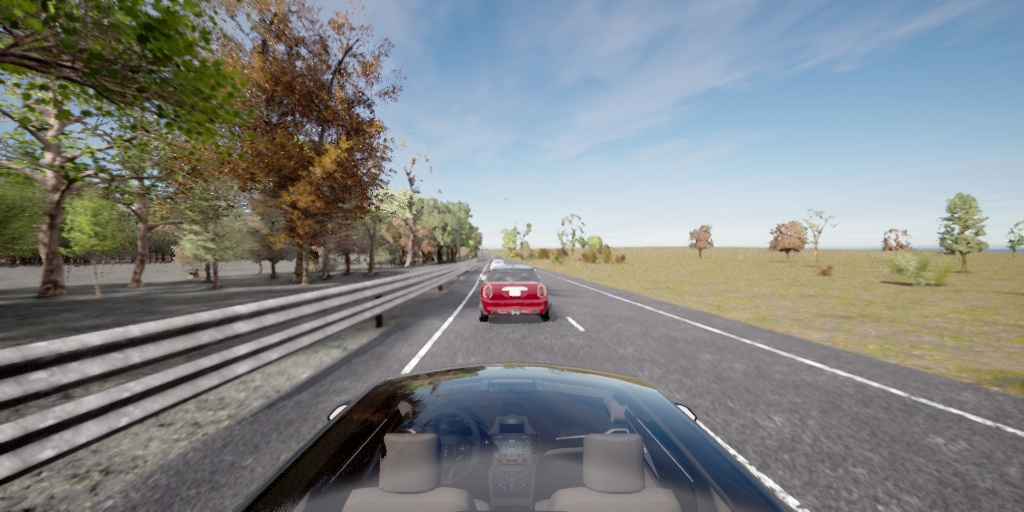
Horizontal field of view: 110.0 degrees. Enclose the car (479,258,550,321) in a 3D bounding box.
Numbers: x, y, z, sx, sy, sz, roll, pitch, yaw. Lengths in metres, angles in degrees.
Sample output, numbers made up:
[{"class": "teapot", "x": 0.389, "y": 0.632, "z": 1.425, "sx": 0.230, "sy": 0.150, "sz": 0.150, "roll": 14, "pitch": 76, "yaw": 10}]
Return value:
[{"class": "car", "x": -0.024, "y": 1.083, "z": 12.493, "sx": 2.097, "sy": 1.767, "sz": 4.553, "roll": 0, "pitch": 0, "yaw": -3}]
